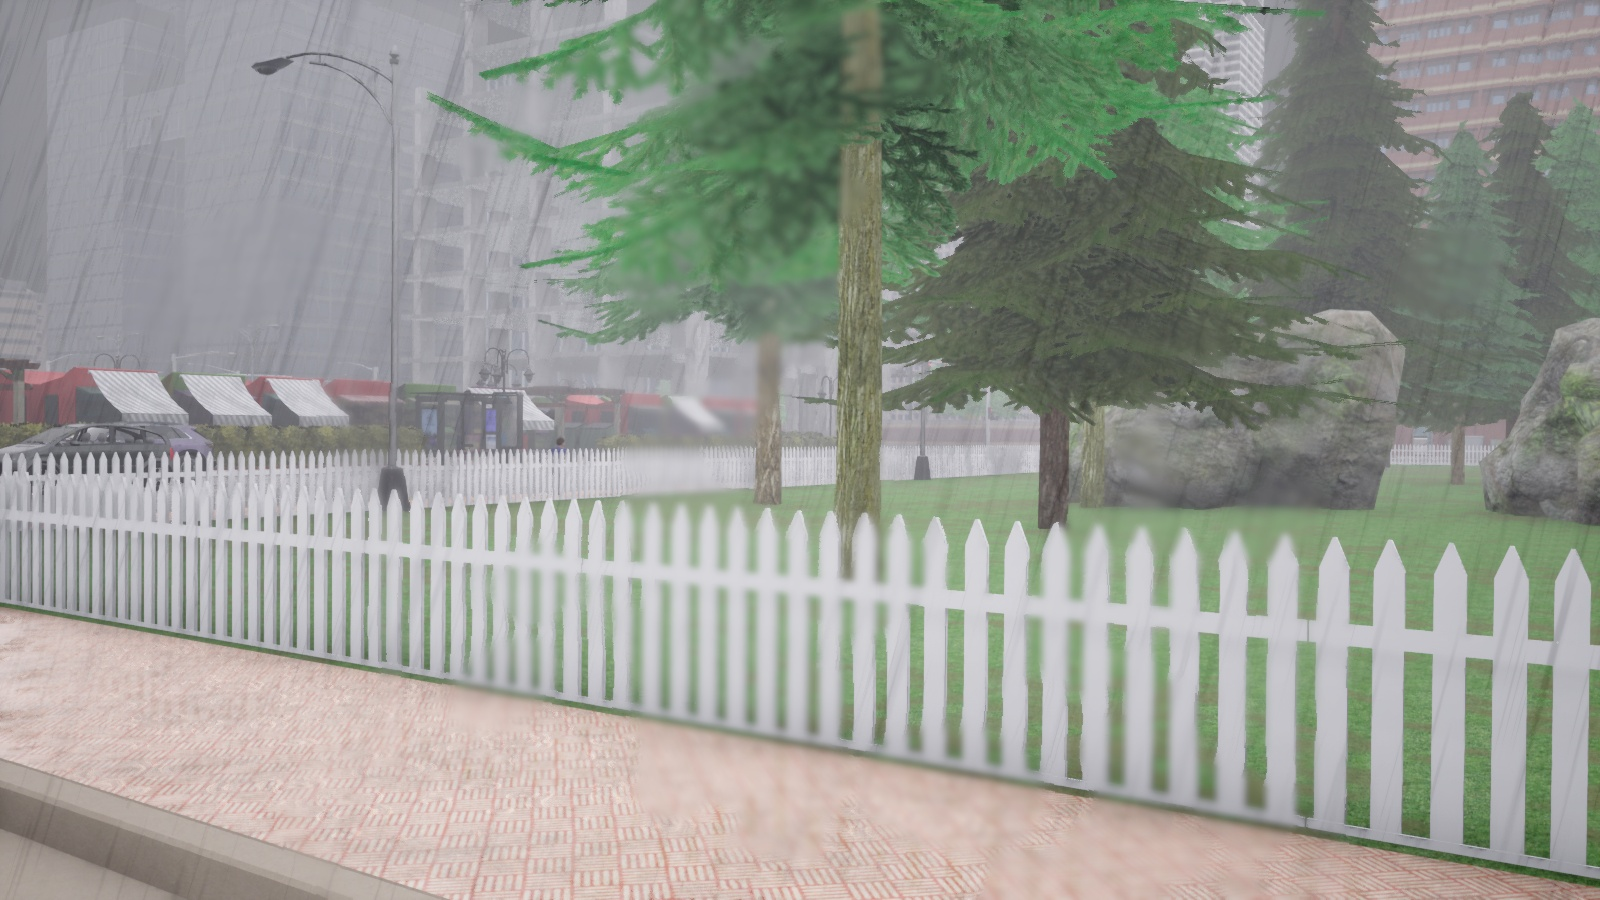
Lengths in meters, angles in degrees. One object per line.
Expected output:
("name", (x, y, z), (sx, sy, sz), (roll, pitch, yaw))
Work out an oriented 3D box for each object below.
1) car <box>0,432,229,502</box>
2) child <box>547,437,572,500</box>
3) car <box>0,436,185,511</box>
("car", (-17.565, 0.378, 32.379), (2.033, 1.649, 4.856), (0, 1, 32))
("child", (-4.856, 0.368, 25.352), (0.270, 1.263, 0.437), (0, 1, 32))
("car", (-16.081, 0.471, 28.169), (1.789, 1.549, 3.705), (0, 1, 32))
